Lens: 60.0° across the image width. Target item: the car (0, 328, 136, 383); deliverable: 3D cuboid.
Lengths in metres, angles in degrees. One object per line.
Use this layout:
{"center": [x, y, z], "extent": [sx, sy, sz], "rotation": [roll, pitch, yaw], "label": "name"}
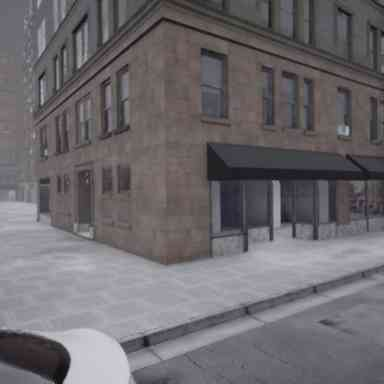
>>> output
{"center": [-2.398, 1.545, 1.346], "extent": [4.674, 1.442, 1.812], "rotation": [-1, 1, -36], "label": "car"}
